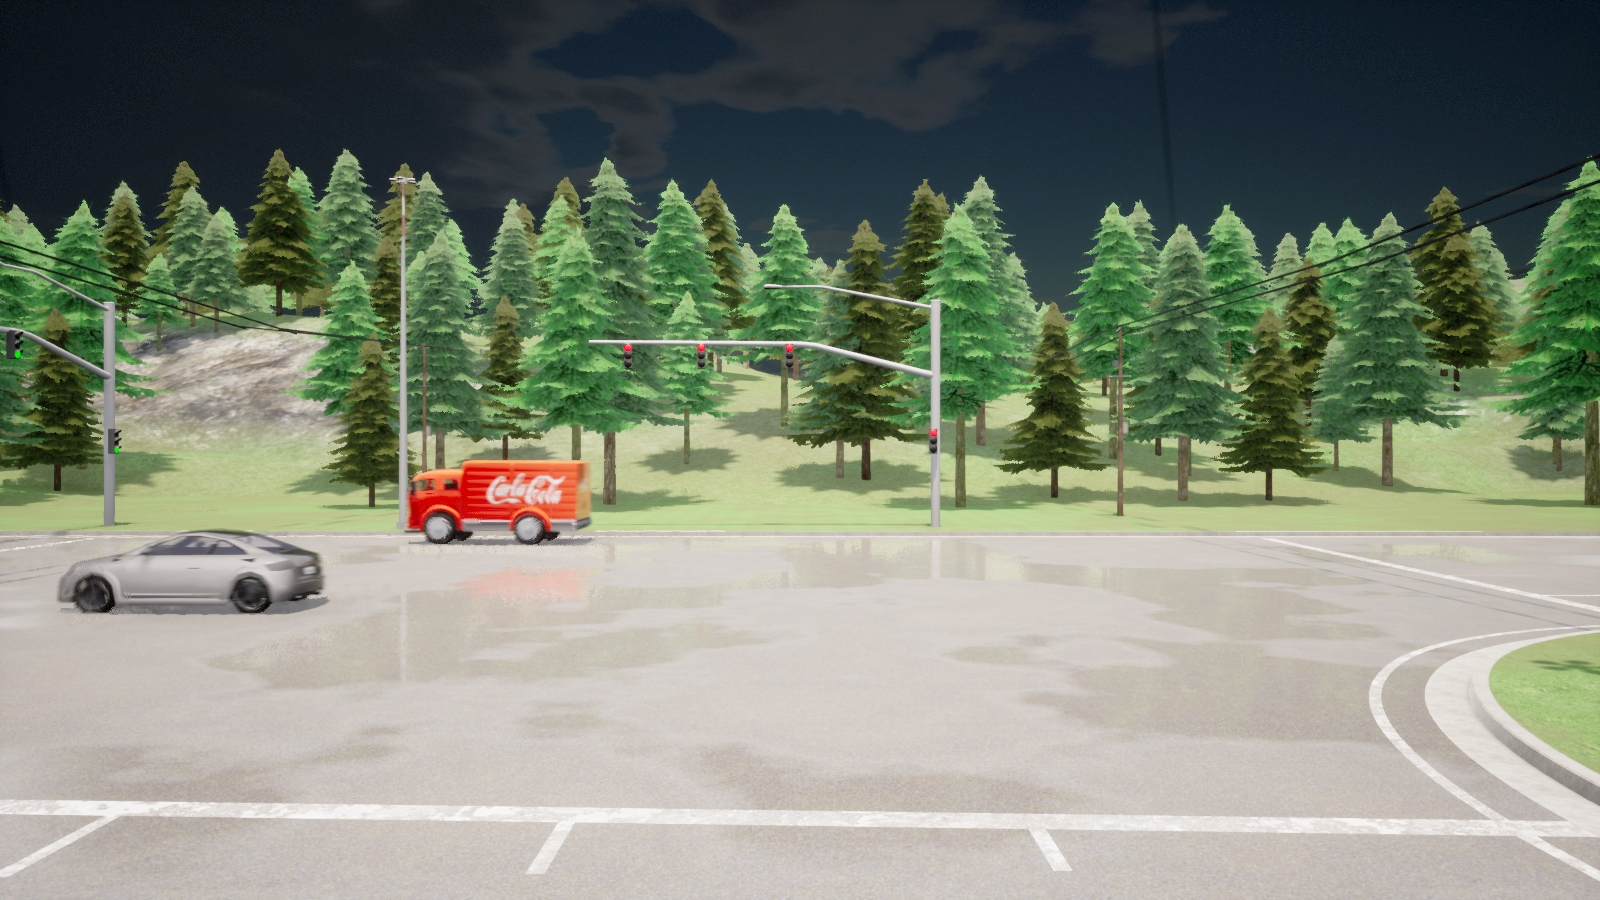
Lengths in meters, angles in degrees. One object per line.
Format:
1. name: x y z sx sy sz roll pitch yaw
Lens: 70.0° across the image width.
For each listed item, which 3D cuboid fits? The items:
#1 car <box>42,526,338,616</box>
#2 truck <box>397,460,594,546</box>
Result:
1. car: -10.711 2.105 20.302 4.181 1.385 1.994 0 0 0
2. truck: -9.029 1.546 34.291 5.204 2.467 2.627 0 0 0
